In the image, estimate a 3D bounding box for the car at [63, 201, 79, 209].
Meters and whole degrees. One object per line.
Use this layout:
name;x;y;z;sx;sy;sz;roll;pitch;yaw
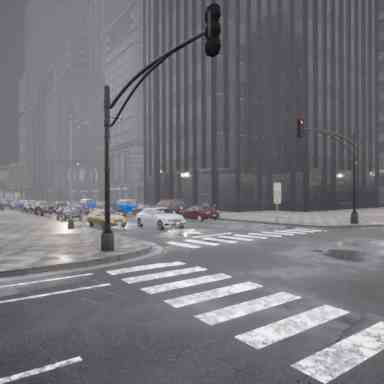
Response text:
car;-22.678;2.405;62.199;1.802;1.307;4.206;-1;0;-35

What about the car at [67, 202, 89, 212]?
car;-17.060;2.256;49.568;1.895;1.301;4.718;0;-1;-35

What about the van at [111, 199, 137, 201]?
van;-8.250;1.832;41.880;1.690;1.788;3.998;-1;0;-35

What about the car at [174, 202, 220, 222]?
car;0.569;1.828;29.421;1.887;1.381;4.507;-1;0;-35

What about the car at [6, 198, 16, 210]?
car;-31.935;2.352;60.511;1.967;1.590;4.097;-1;0;-35

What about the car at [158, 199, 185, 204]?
car;-2.375;1.668;33.574;2.192;1.841;5.009;-1;0;-35

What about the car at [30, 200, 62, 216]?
car;-17.704;1.900;40.439;2.192;1.841;5.009;-1;0;-35

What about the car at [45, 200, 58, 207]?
car;-31.705;2.593;74.930;1.947;1.339;4.313;-1;0;-35

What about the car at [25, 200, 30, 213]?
car;-20.525;2.195;44.424;1.887;1.381;4.507;-1;0;-35

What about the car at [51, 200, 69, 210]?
car;-23.041;2.270;57.951;1.882;1.535;5.008;0;-1;-35

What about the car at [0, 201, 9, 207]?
car;-44.374;2.769;78.058;1.802;1.307;4.206;-1;0;-35

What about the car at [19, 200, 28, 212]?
car;-23.353;2.156;48.409;1.967;1.590;4.097;-1;0;-35

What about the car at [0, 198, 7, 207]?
car;-41.265;2.665;73.672;1.887;1.381;4.507;-1;0;-35

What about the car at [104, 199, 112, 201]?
car;-11.188;1.874;46.033;2.192;1.841;5.009;-1;0;-35

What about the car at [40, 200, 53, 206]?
car;-34.715;2.658;79.174;1.947;1.339;4.313;-1;0;-35

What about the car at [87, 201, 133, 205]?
car;-7.723;1.882;30.995;2.128;1.511;4.902;0;-1;-35

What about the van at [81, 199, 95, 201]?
van;-17.063;2.036;54.339;1.690;1.788;3.998;-1;0;-35

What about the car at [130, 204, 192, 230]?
car;-2.311;1.789;23.375;1.812;1.442;4.674;0;-1;-37

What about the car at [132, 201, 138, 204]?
car;-5.306;2.003;37.727;1.802;1.307;4.206;-1;0;-35

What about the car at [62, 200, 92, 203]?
car;-13.661;2.056;39.385;1.812;1.442;4.674;0;-1;-35

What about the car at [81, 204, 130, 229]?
car;-6.296;1.843;24.358;1.752;1.417;4.829;-1;0;-35

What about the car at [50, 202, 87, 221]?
car;-12.046;2.003;32.468;2.008;1.369;4.403;-1;0;-35

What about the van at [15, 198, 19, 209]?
van;-26.181;2.122;52.395;1.690;1.788;3.998;-1;0;-35
